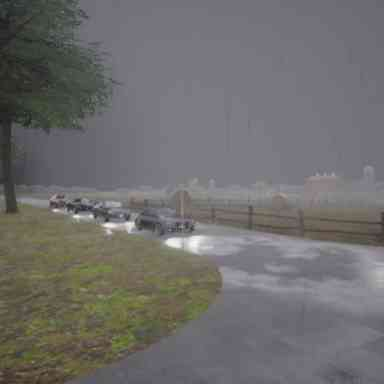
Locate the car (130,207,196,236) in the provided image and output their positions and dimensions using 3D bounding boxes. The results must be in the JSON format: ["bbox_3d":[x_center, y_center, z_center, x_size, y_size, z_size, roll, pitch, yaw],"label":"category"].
[{"bbox_3d":[-1.548,1.532,18.359,1.994,1.385,4.181,0,1,-33],"label":"car"}]

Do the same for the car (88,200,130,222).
[{"bbox_3d":[-6.308,1.416,25.819,1.812,1.442,4.674,0,1,-32],"label":"car"}]

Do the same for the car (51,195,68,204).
[{"bbox_3d":[-22.863,1.230,57.326,1.994,1.385,4.181,0,0,-32],"label":"car"}]

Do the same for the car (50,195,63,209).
[{"bbox_3d":[-16.413,1.114,41.764,2.097,1.767,4.553,0,0,-32],"label":"car"}]

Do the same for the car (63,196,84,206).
[{"bbox_3d":[-17.529,1.316,48.927,1.895,1.301,4.718,0,0,-32],"label":"car"}]

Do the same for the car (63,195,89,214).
[{"bbox_3d":[-11.280,1.298,33.632,1.882,1.535,5.008,0,1,-32],"label":"car"}]
